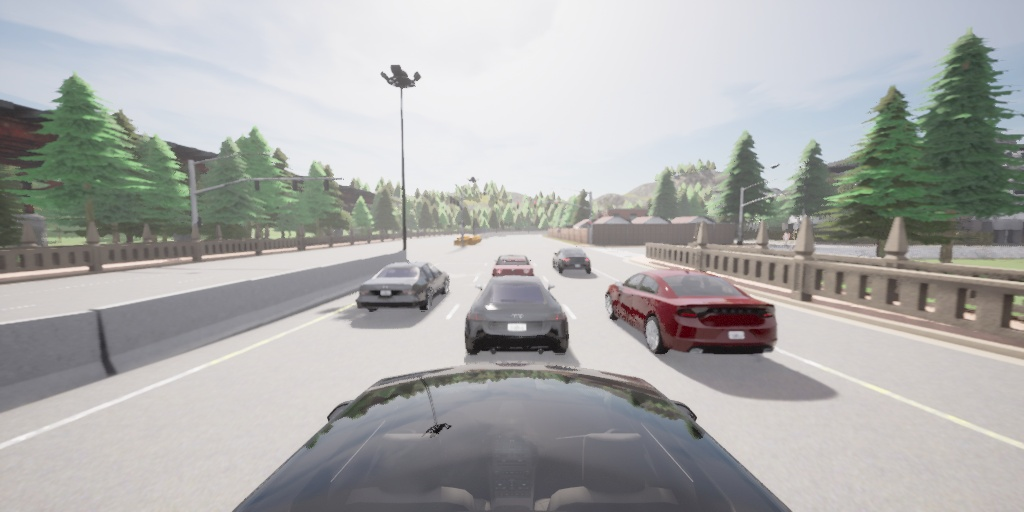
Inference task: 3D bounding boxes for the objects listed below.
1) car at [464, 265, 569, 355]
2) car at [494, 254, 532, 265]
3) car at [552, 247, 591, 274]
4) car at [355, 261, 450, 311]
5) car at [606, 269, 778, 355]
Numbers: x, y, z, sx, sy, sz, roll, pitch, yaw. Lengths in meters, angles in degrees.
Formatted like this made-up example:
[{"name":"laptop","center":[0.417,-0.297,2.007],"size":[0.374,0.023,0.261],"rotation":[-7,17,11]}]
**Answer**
[{"name":"car","center":[0.077,1.118,8.222],"size":[1.994,1.385,4.181],"rotation":[0,2,0]},{"name":"car","center":[0.031,0.542,17.896],"size":[1.895,1.301,4.718],"rotation":[0,4,0]},{"name":"car","center":[3.515,0.195,21.508],"size":[1.812,1.442,4.674],"rotation":[0,4,0]},{"name":"car","center":[-3.439,0.894,12.244],"size":[2.033,1.411,5.357],"rotation":[0,3,0]},{"name":"car","center":[3.577,1.032,8.194],"size":[1.882,1.535,5.008],"rotation":[0,2,0]}]
